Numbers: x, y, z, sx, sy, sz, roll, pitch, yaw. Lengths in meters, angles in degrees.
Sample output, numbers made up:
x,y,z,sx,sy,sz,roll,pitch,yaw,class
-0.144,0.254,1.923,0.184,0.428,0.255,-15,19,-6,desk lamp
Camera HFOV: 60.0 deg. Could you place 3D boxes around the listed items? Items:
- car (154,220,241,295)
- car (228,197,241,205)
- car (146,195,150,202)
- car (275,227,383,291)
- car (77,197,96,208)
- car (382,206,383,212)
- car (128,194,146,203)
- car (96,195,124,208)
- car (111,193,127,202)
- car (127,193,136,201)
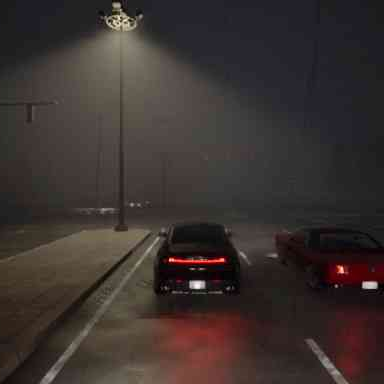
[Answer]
x,y,z,sx,sy,sz,roll,pitch,yaw,class
0.128,1.504,8.705,1.837,1.490,4.892,0,0,1,car
7.481,1.557,58.575,1.994,1.385,4.181,0,0,0,car
-10.991,1.491,77.815,1.837,1.490,4.892,0,0,0,car
3.632,1.600,8.949,1.895,1.301,4.718,0,0,1,car
-14.880,1.519,47.675,1.812,1.442,4.674,0,0,4,car
21.056,1.597,32.028,4.718,1.301,1.895,0,0,1,car
-11.076,1.593,67.042,1.895,1.301,4.718,0,0,1,car
-11.379,1.559,46.551,1.994,1.385,4.181,0,0,2,car
-14.612,1.213,64.172,2.150,2.045,5.566,0,0,1,car
-14.483,1.215,78.783,2.150,2.045,5.566,0,0,0,car
